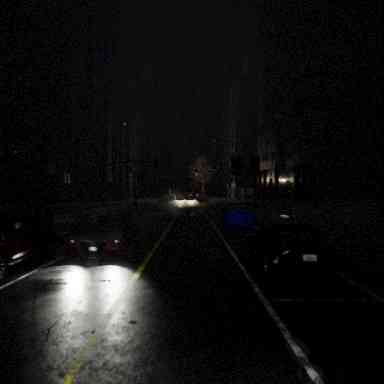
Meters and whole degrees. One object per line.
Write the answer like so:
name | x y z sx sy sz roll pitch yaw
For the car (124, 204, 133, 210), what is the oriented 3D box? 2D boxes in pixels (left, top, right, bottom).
car | -5.759 1.595 26.410 2.008 1.369 4.403 0 0 0

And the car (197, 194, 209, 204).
car | 2.579 1.673 68.665 2.008 1.369 4.403 0 0 -1

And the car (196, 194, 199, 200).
car | 2.482 1.689 79.554 1.887 1.381 4.507 0 0 -1

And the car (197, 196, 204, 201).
car | 2.345 1.730 94.869 2.008 1.369 4.403 0 0 -1

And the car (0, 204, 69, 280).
car | -5.763 1.332 9.871 2.192 1.841 5.009 0 0 0

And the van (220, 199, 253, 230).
van | 2.765 1.376 20.898 1.690 1.788 3.998 0 0 0

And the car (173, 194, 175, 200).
car | -6.120 1.730 88.156 1.947 1.339 4.313 0 0 -1

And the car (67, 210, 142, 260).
car | -3.096 1.584 12.359 1.994 1.385 4.181 0 0 0

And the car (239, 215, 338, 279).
car | 2.763 1.582 9.873 1.947 1.339 4.313 0 0 0

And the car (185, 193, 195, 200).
car | -0.409 1.558 94.174 1.882 1.535 5.008 0 0 -1

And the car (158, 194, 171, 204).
car | -5.946 1.673 68.593 2.008 1.369 4.403 0 0 -1

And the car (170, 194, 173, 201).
car | -5.991 1.683 73.585 2.008 1.369 4.403 0 0 -1

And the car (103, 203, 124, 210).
car | -5.760 1.560 20.727 1.752 1.417 4.829 0 0 0

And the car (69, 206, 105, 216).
car | -5.761 1.576 15.384 2.008 1.369 4.403 0 0 0
